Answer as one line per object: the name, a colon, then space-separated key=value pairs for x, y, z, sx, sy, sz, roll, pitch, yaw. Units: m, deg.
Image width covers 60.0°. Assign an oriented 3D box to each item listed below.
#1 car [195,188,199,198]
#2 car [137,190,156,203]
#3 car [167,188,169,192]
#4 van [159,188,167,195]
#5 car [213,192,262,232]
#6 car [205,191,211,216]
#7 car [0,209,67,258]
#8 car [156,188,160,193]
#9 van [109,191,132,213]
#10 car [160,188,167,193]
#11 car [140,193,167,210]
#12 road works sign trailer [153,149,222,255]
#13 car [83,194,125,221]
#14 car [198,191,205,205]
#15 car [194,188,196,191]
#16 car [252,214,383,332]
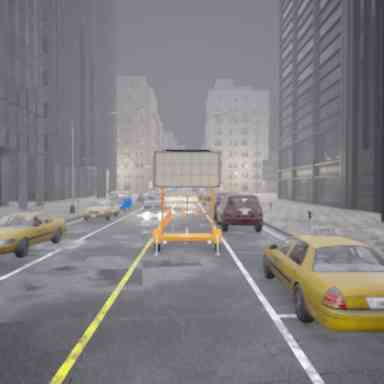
car: x=1.947 y=0.496 z=51.619 sx=1.967 sy=1.590 sz=4.097 roll=0 pitch=1 yaw=-1
car: x=-6.500 y=0.747 z=45.888 sx=1.802 sy=1.307 sz=4.206 roll=0 pitch=1 yaw=-1
car: x=-6.893 y=-0.071 z=74.075 sx=2.192 sy=1.841 sz=5.009 roll=0 pitch=1 yaw=-1
van: x=-6.971 y=-0.157 z=79.715 sx=1.690 sy=1.788 sz=3.998 roll=0 pitch=1 yaw=-1
car: x=2.417 y=1.003 z=17.788 sx=2.192 sy=1.841 sz=5.009 roll=0 pitch=1 yaw=-1
car: x=2.338 y=0.902 z=23.427 sx=2.192 sy=1.841 sz=5.009 roll=0 pitch=1 yaw=-1
car: x=-6.034 y=1.314 z=11.852 sx=1.752 sy=1.417 sz=4.829 roll=0 pitch=1 yaw=0
car: x=-6.579 y=0.496 z=51.525 sx=1.967 sy=1.590 sz=4.097 roll=0 pitch=1 yaw=-1
van: x=-6.265 y=0.827 z=28.969 sx=1.690 sy=1.788 sz=3.998 roll=0 pitch=1 yaw=-1
car: x=-6.814 y=0.290 z=68.442 sx=1.947 sy=1.339 sz=4.313 roll=0 pitch=1 yaw=-1
car: x=-3.554 y=1.020 z=32.567 sx=1.895 sy=1.301 sz=4.718 roll=0 pitch=1 yaw=-1
road works sign trailer: x=-0.172 y=0.248 z=12.203 sx=2.380 sy=3.560 sz=2.880 roll=0 pitch=1 yaw=-1
car: x=-6.185 y=1.115 z=23.162 sx=1.752 sy=1.417 sz=4.829 roll=0 pitch=1 yaw=-1
car: x=2.104 y=0.825 z=40.346 sx=2.008 sy=1.369 sz=4.403 roll=0 pitch=1 yaw=-1
car: x=1.790 y=0.380 z=62.896 sx=1.887 sy=1.381 sz=4.507 roll=0 pitch=1 yaw=-1
car: x=2.572 y=1.406 z=6.726 sx=1.752 sy=1.417 sz=4.829 roll=0 pitch=1 yaw=0
